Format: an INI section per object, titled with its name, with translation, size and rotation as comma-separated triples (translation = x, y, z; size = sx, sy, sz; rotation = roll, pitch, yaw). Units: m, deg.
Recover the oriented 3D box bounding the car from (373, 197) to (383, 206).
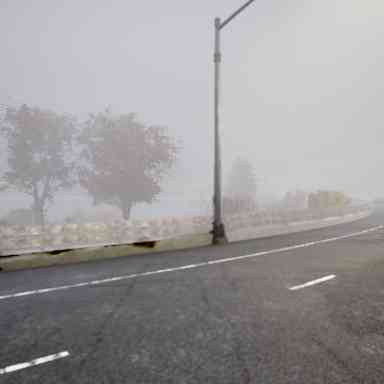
[car]
translation = 37.415, 1.734, 65.453
size = 2.097, 1.767, 4.553
rotation = 0, 0, 13
